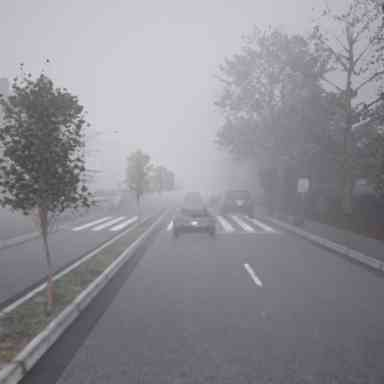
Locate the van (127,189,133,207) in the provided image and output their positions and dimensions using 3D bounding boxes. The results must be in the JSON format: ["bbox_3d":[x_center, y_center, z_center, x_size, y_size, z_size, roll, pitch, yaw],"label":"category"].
[{"bbox_3d":[-8.114,0.698,36.800,1.878,1.987,4.442,0,1,0],"label":"van"}]

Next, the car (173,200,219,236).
[{"bbox_3d":[0.103,1.329,16.768,1.994,1.385,4.181,0,1,0],"label":"car"}]

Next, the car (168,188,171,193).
[{"bbox_3d":[-7.796,-0.167,92.281,2.097,1.535,5.008,0,1,1],"label":"car"}]

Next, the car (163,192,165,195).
[{"bbox_3d":[-7.892,0.227,75.742,2.002,1.452,4.674,0,1,0],"label":"car"}]

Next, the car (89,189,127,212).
[{"bbox_3d":[-8.145,0.764,31.343,2.435,2.045,5.566,0,1,0],"label":"car"}]

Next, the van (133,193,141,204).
[{"bbox_3d":[-8.082,0.602,42.346,1.878,1.987,4.442,0,1,0],"label":"van"}]

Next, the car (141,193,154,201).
[{"bbox_3d":[-8.019,0.373,53.525,2.435,2.045,5.566,0,1,0],"label":"car"}]

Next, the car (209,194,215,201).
[{"bbox_3d":[3.256,0.929,43.111,1.895,1.301,4.718,0,1,0],"label":"car"}]

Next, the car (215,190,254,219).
[{"bbox_3d":[3.252,0.848,25.342,2.150,2.045,5.566,0,1,0],"label":"car"}]

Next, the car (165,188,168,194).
[{"bbox_3d":[-7.860,0.072,81.291,2.231,1.521,4.892,0,1,0],"label":"car"}]

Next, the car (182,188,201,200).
[{"bbox_3d":[0.106,0.690,42.528,2.097,1.767,4.553,0,1,0],"label":"car"}]

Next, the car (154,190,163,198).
[{"bbox_3d":[-7.923,0.330,70.166,2.163,1.488,4.792,0,1,0],"label":"car"}]
